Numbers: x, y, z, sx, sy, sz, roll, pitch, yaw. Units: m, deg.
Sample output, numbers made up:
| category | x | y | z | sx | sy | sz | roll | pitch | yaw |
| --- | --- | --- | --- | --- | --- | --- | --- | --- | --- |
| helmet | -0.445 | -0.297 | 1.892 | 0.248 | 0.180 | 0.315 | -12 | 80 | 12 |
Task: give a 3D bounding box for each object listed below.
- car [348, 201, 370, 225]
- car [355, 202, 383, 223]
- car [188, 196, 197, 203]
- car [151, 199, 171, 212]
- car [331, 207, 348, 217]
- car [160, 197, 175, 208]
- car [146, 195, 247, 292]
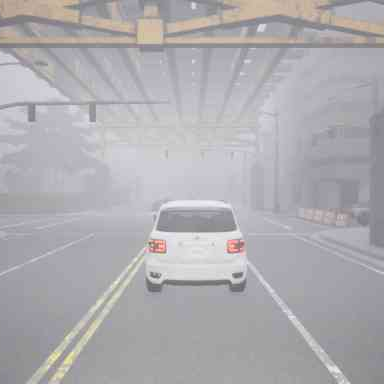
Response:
| category | x | y | z | sx | sy | sz | roll | pitch | yaw |
| --- | --- | --- | --- | --- | --- | --- | --- | --- | --- |
| car | 13.270 | 1.453 | 22.100 | 4.974 | 1.542 | 2.038 | 0 | 0 | -20 |
| car | 13.318 | 1.295 | 22.118 | 4.536 | 1.218 | 1.853 | 0 | 0 | -20 |
| car | 0.124 | 1.526 | 68.171 | 1.812 | 1.442 | 4.674 | 0 | 0 | 0 |
| car | -3.585 | 1.564 | 38.819 | 1.994 | 1.385 | 4.181 | 0 | 0 | -1 |
| car | 13.645 | 1.295 | 26.237 | 4.536 | 1.218 | 1.853 | 0 | 0 | 25 |
| car | -3.572 | 1.478 | 49.247 | 1.882 | 1.535 | 5.008 | 0 | 0 | 0 |
| car | 0.082 | 1.221 | 9.051 | 2.150 | 2.045 | 5.566 | 0 | 0 | 0 |
